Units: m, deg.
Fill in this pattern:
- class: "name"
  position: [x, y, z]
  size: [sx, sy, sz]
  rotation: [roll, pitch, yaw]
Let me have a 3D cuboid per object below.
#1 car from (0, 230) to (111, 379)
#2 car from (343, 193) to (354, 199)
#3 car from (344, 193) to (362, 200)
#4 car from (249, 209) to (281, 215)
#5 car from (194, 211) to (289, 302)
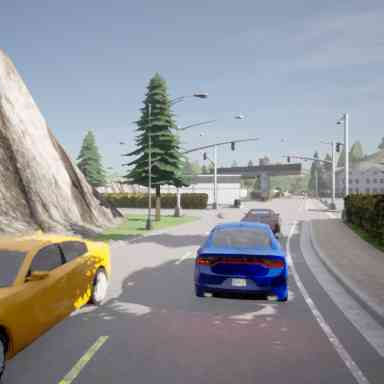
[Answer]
- class: "car"
  position: [-2.932, 1.477, 5.351]
  size: [1.882, 1.535, 5.008]
  rotation: [0, 0, 7]
- class: "car"
  position: [38.469, 1.361, 80.034]
  size: [3.806, 1.475, 1.970]
  rotation: [0, 0, 19]
- class: "car"
  position: [40.119, 1.077, 82.984]
  size: [3.866, 1.878, 1.905]
  rotation: [0, 0, 19]
- class: "car"
  position: [3.677, 1.564, 17.631]
  size: [1.994, 1.385, 4.181]
  rotation: [0, 0, 17]
- class: "car"
  position: [1.281, 1.478, 8.440]
  size: [1.882, 1.535, 5.008]
  rotation: [0, 0, 10]
